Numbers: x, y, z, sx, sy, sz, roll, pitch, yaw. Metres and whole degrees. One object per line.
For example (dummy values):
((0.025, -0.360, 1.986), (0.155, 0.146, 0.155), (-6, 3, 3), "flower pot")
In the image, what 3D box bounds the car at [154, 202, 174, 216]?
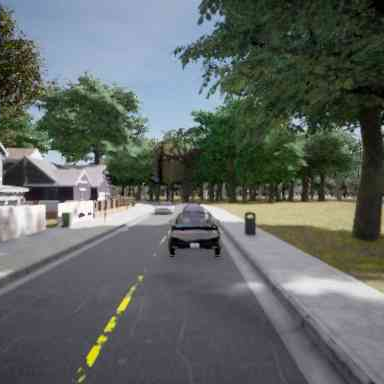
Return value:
((-2.870, 1.743, 35.090), (1.895, 1.301, 4.718), (0, 0, 0), "car")

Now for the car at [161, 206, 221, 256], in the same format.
((0.098, 1.535, 13.268), (2.128, 1.511, 4.902), (0, 0, 0), "car")

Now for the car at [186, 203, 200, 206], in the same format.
((0.105, 1.680, 29.473), (1.994, 1.385, 4.181), (0, 0, 0), "car")
